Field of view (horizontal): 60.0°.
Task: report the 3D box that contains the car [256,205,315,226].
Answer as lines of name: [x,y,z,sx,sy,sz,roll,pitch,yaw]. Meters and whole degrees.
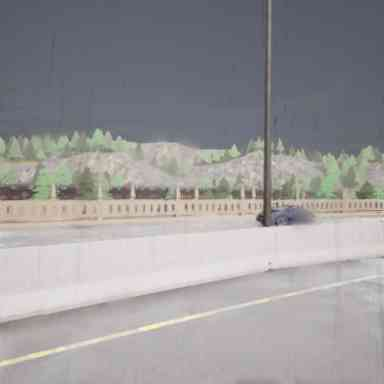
car: [6.616,1.603,23.474,4.181,1.385,1.994,0,0,-25]
